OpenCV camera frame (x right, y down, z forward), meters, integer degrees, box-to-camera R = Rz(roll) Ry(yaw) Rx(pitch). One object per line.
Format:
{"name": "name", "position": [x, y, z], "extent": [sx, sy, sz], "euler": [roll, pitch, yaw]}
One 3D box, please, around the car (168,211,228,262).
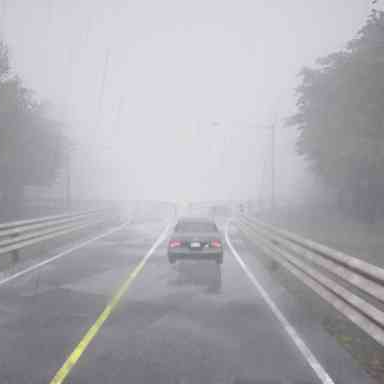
{"name": "car", "position": [0.161, 1.642, 12.414], "extent": [2.033, 1.411, 5.357], "euler": [0, 0, 1]}

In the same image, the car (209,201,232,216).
{"name": "car", "position": [3.055, 1.733, 35.167], "extent": [1.882, 1.535, 5.008], "euler": [0, 0, 13]}
